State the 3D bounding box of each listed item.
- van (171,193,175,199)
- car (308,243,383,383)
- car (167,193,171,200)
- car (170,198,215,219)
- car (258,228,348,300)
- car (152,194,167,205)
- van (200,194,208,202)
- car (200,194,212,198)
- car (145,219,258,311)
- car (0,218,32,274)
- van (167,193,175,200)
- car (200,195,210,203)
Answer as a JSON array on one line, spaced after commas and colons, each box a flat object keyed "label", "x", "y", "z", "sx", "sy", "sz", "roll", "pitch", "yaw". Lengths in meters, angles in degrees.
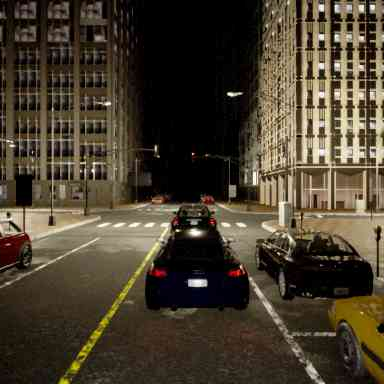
[{"label": "van", "x": -5.747, "y": 1.236, "z": 80.161, "sx": 1.690, "sy": 1.788, "sz": 3.998, "roll": 0, "pitch": 0, "yaw": 0}, {"label": "car", "x": 2.689, "y": 1.525, "z": 2.668, "sx": 1.752, "sy": 1.417, "sz": 4.829, "roll": 0, "pitch": 0, "yaw": 0}, {"label": "car", "x": -5.764, "y": 1.251, "z": 63.106, "sx": 2.192, "sy": 1.841, "sz": 5.009, "roll": 0, "pitch": 0, "yaw": 0}, {"label": "car", "x": 0.086, "y": 1.346, "z": 16.454, "sx": 2.097, "sy": 1.767, "sz": 4.553, "roll": 0, "pitch": 0, "yaw": 0}, {"label": "car", "x": 2.685, "y": 1.549, "z": 8.165, "sx": 2.008, "sy": 1.369, "sz": 4.403, "roll": 0, "pitch": 0, "yaw": 0}, {"label": "car", "x": -5.826, "y": 1.388, "z": 57.421, "sx": 1.967, "sy": 1.590, "sz": 4.097, "roll": 0, "pitch": 0, "yaw": 0}, {"label": "van", "x": 2.637, "y": 1.250, "z": 74.479, "sx": 1.690, "sy": 1.788, "sz": 3.998, "roll": 0, "pitch": 0, "yaw": 0}, {"label": "car", "x": 2.745, "y": 1.388, "z": 57.426, "sx": 1.967, "sy": 1.590, "sz": 4.097, "roll": 0, "pitch": 0, "yaw": 0}, {"label": "car", "x": 0.096, "y": 1.563, "z": 7.821, "sx": 1.994, "sy": 1.385, "sz": 4.181, "roll": 0, "pitch": 0, "yaw": 0}, {"label": "car", "x": -5.695, "y": 1.439, "z": 8.158, "sx": 1.967, "sy": 1.590, "sz": 4.097, "roll": 0, "pitch": 0, "yaw": 0}, {"label": "van", "x": -5.755, "y": 1.205, "z": 91.533, "sx": 1.690, "sy": 1.788, "sz": 3.998, "roll": 0, "pitch": 0, "yaw": 0}, {"label": "car", "x": 2.641, "y": 1.363, "z": 68.794, "sx": 1.967, "sy": 1.590, "sz": 4.097, "roll": 0, "pitch": 0, "yaw": 0}]
